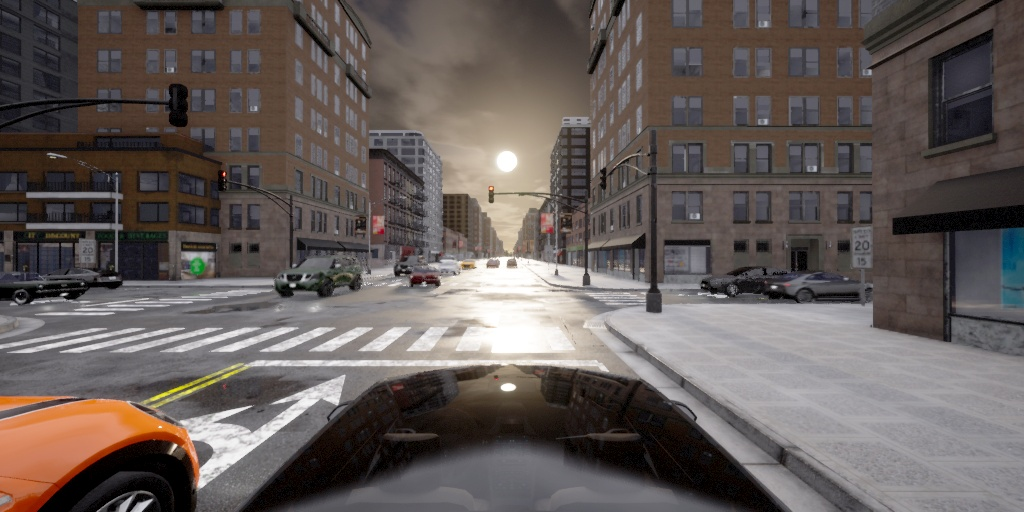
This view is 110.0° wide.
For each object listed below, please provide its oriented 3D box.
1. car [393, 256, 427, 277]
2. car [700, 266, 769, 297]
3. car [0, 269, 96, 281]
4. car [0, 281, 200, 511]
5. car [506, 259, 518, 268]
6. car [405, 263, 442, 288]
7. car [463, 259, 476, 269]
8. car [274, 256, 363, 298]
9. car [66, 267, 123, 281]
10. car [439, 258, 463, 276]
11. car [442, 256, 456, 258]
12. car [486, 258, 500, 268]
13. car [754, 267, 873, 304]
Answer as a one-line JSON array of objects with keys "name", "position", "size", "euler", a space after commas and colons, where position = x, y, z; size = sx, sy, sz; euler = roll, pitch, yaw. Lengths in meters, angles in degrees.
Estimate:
[{"name": "car", "position": [-9.911, 0.972, 35.533], "size": [2.150, 2.045, 5.566], "euler": [0, 0, 0]}, {"name": "car", "position": [12.423, 1.295, 18.634], "size": [4.892, 1.490, 1.837], "euler": [0, 0, 1]}, {"name": "car", "position": [-21.517, 1.345, 15.456], "size": [4.718, 1.301, 1.895], "euler": [0, 0, 0]}, {"name": "car", "position": [-3.237, 1.102, 0.595], "size": [2.097, 1.767, 4.553], "euler": [0, 0, 0]}, {"name": "car", "position": [-0.024, 1.248, 63.081], "size": [1.837, 1.490, 4.892], "euler": [0, 0, 0]}, {"name": "car", "position": [-5.876, 1.354, 24.109], "size": [1.895, 1.301, 4.718], "euler": [0, 0, -13]}, {"name": "car", "position": [-6.694, 1.223, 55.473], "size": [1.882, 1.535, 5.008], "euler": [0, 0, 0]}, {"name": "car", "position": [-9.882, 0.988, 18.928], "size": [2.150, 2.045, 5.566], "euler": [0, -1, 0]}, {"name": "car", "position": [-25.412, 1.331, 20.948], "size": [4.313, 1.339, 1.948], "euler": [0, 0, 0]}, {"name": "car", "position": [-6.674, 1.275, 37.820], "size": [1.812, 1.442, 4.674], "euler": [0, 0, 0]}, {"name": "car", "position": [-9.947, 0.965, 56.049], "size": [2.150, 2.045, 5.566], "euler": [0, 0, 0]}, {"name": "car", "position": [-3.373, 1.307, 61.942], "size": [1.994, 1.385, 4.181], "euler": [0, 0, 0]}, {"name": "car", "position": [13.534, 1.345, 15.759], "size": [4.181, 1.385, 1.994], "euler": [0, 0, 1]}]
